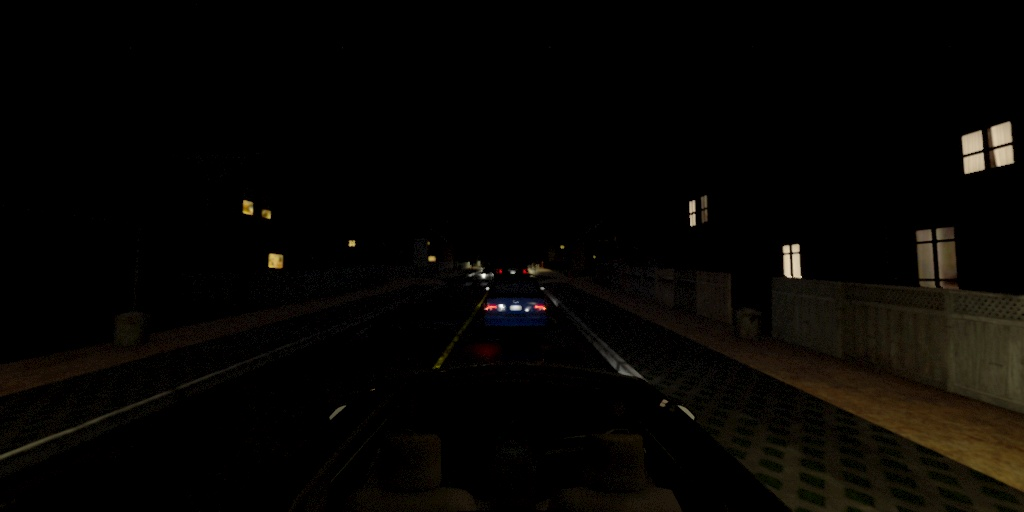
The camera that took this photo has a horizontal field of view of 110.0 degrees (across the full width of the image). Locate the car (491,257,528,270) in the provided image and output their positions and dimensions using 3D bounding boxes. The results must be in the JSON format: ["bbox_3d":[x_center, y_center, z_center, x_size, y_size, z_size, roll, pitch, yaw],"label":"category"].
[{"bbox_3d":[-0.131,1.097,23.821,2.150,2.045,5.566,0,-1,-4],"label":"car"}]

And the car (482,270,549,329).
[{"bbox_3d":[0.101,1.348,11.417,2.033,1.411,5.357,0,0,0],"label":"car"}]

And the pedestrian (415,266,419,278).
[{"bbox_3d":[-9.796,1.328,37.189,0.375,1.860,0.375,0,-3,-1],"label":"pedestrian"}]

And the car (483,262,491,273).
[{"bbox_3d":[-2.818,1.539,47.814,1.882,1.535,5.008,0,0,0],"label":"car"}]
